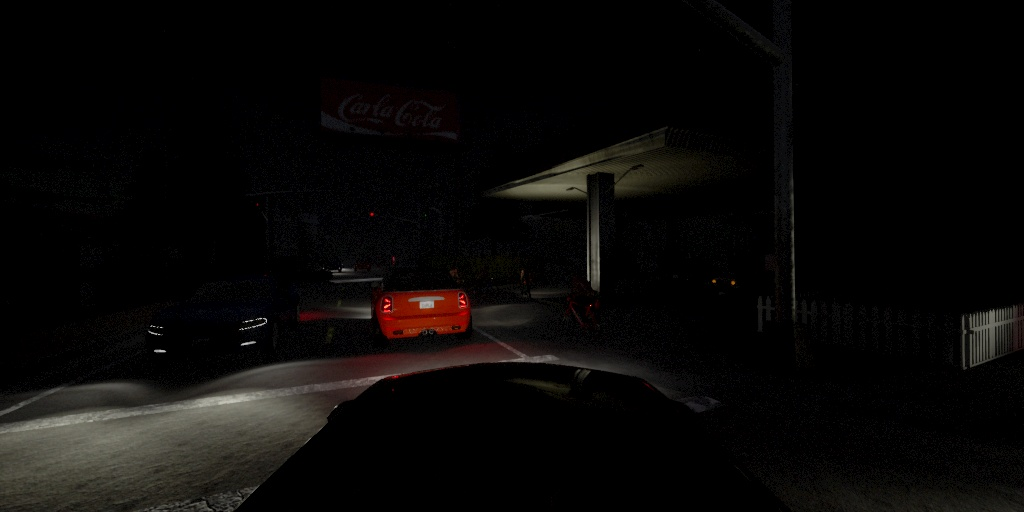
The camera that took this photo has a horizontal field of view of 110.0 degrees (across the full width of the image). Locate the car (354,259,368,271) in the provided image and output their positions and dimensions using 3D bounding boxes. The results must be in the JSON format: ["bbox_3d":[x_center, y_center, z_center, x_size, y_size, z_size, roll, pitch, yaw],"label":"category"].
[{"bbox_3d":[-22.215,1.269,53.012,2.097,1.767,4.553,0,0,-24],"label":"car"}]

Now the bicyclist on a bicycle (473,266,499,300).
[{"bbox_3d":[-1.400,1.331,17.785,1.656,1.620,0.582,0,0,-21],"label":"bicyclist on a bicycle"}]

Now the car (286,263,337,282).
[{"bbox_3d":[-17.413,1.552,29.487,4.718,1.301,1.895,-1,1,-41],"label":"car"}]

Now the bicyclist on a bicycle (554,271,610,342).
[{"bbox_3d":[1.666,1.196,8.705,0.582,1.620,1.656,3,-2,-43],"label":"bicyclist on a bicycle"}]

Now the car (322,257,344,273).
[{"bbox_3d":[-23.929,1.146,47.732,2.150,2.045,5.566,0,0,-25],"label":"car"}]

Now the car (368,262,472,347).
[{"bbox_3d":[-2.586,1.048,9.470,2.097,1.767,4.553,0,0,-22],"label":"car"}]

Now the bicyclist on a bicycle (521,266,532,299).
[{"bbox_3d":[0.709,1.322,17.910,0.582,1.620,1.656,-1,0,16],"label":"bicyclist on a bicycle"}]

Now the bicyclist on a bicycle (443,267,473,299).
[{"bbox_3d":[-2.701,1.304,16.397,1.656,1.620,0.582,1,0,37],"label":"bicyclist on a bicycle"}]

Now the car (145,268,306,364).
[{"bbox_3d":[-6.294,1.204,8.383,1.882,1.535,5.008,0,0,-24],"label":"car"}]
